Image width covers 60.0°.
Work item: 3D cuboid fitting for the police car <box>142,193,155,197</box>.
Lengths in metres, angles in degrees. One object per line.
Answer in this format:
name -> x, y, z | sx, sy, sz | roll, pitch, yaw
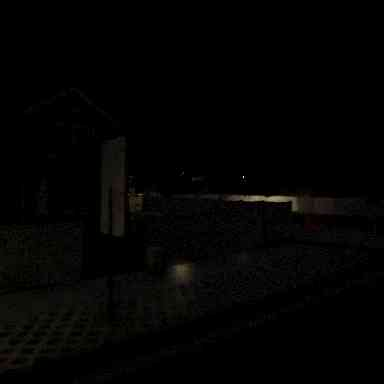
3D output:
police car -> -6.531, 1.029, 49.025 | 1.930, 1.638, 5.238 | 1, 0, -45
